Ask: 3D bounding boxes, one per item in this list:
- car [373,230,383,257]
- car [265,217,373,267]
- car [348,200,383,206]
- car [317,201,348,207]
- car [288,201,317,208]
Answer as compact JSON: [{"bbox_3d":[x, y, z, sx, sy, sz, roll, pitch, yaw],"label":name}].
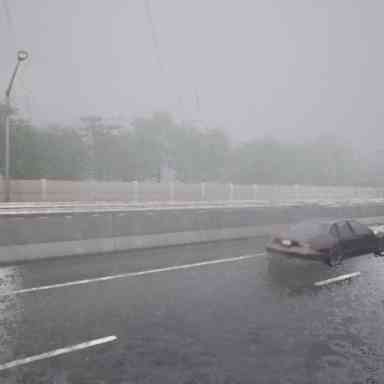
[{"bbox_3d":[6.815,1.606,8.606,4.181,1.385,1.994,0,0,-36],"label":"car"},{"bbox_3d":[4.916,1.590,11.552,5.357,1.411,2.033,0,0,-36],"label":"car"},{"bbox_3d":[18.609,1.644,34.450,4.892,1.490,1.837,0,0,-35],"label":"car"},{"bbox_3d":[16.440,1.702,37.200,4.181,1.385,1.994,0,0,-35],"label":"car"},{"bbox_3d":[13.570,1.735,39.455,4.718,1.301,1.895,0,0,-35],"label":"car"}]
